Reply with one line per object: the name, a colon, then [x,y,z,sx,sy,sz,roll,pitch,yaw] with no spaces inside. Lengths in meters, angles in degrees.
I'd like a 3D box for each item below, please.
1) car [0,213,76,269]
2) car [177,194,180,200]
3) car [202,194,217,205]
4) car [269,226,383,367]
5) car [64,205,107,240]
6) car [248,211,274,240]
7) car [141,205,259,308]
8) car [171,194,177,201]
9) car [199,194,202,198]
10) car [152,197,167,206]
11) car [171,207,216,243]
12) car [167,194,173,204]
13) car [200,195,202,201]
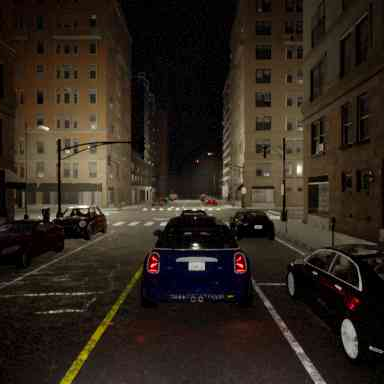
car: [-5.640,1.582,11.125,1.802,1.307,4.206,0,0,0]
car: [-5.306,1.455,91.589,2.192,1.841,5.009,0,0,0]
car: [3.042,1.475,53.691,1.967,1.590,4.097,0,0,0]
car: [2.870,1.551,5.599,2.008,1.369,4.403,0,0,0]
car: [-5.624,1.440,16.626,1.967,1.590,4.097,0,0,0]
car: [2.902,1.566,16.601,1.947,1.339,4.313,0,0,0]
car: [0.101,1.352,8.090,2.097,1.767,4.553,0,0,0]
car: [-5.356,1.625,80.601,1.752,1.417,4.829,0,0,0]
car: [3.143,1.523,75.327,1.967,1.590,4.097,0,0,0]
car: [-5.482,1.617,53.729,1.802,1.307,4.206,0,0,0]
car: [0.091,1.564,16.673,1.994,1.385,4.181,0,0,1]
car: [-5.431,1.606,64.545,2.008,1.369,4.403,0,0,0]
car: [3.094,1.606,64.509,2.008,1.369,4.403,0,0,0]
